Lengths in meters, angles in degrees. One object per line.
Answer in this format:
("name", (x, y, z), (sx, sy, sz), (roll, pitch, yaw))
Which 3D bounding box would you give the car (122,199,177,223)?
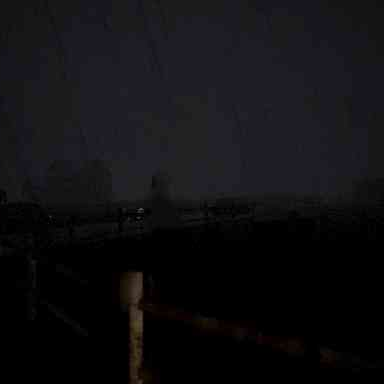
("car", (-3.111, 1.273, 24.687), (2.097, 1.767, 4.553), (-1, 0, 34))

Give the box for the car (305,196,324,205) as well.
("car", (19.383, 1.333, 52.383), (1.895, 1.301, 4.718), (-1, 0, 34))

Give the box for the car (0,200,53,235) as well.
("car", (-9.365, 1.320, 16.314), (2.097, 1.767, 4.553), (-1, 0, 40))

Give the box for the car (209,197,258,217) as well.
("car", (3.775, 1.216, 29.538), (2.097, 1.767, 4.553), (-1, 0, 34))

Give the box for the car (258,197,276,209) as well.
("car", (9.309, 1.387, 42.812), (1.994, 1.385, 4.181), (-1, 0, 35))
